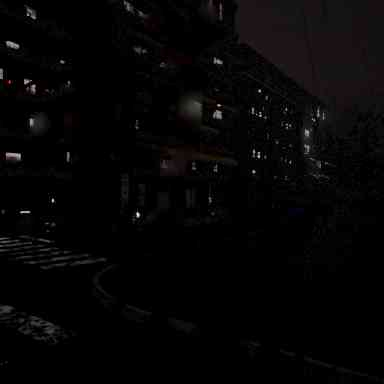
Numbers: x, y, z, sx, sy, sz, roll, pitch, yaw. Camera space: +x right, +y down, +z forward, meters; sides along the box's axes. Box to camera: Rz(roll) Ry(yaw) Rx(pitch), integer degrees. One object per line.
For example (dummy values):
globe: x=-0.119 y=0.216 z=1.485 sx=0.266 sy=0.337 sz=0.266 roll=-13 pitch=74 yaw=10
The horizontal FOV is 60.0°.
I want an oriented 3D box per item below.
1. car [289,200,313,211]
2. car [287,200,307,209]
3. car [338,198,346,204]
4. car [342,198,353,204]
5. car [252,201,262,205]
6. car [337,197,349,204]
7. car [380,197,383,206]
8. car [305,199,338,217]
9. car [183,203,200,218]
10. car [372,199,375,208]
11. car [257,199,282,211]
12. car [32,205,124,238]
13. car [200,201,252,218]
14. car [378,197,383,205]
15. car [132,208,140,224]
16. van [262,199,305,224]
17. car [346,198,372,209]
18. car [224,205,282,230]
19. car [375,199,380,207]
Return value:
car: x=15.878 y=1.953 z=48.372 sx=1.994 sy=1.385 sz=4.181 roll=1 pitch=0 yaw=37
car: x=17.325 y=1.974 z=54.862 sx=1.802 sy=1.307 sz=4.206 roll=1 pitch=0 yaw=36
car: x=33.748 y=2.177 z=77.126 sx=1.947 sy=1.339 sz=4.313 roll=1 pitch=0 yaw=36
car: x=40.216 y=2.220 z=85.896 sx=1.752 sy=1.417 sz=4.829 roll=1 pitch=0 yaw=36
car: x=7.471 y=1.840 z=41.503 sx=1.802 sy=1.307 sz=4.206 roll=1 pitch=0 yaw=36
car: x=37.034 y=2.094 z=81.580 sx=1.967 sy=1.590 sz=4.097 roll=1 pitch=0 yaw=36
car: x=37.202 y=2.252 z=67.693 sx=1.887 sy=1.381 sz=4.507 roll=1 pitch=0 yaw=36
car: x=14.212 y=1.837 z=36.522 sx=1.967 sy=1.590 sz=4.097 roll=1 pitch=0 yaw=36
car: x=0.903 y=1.712 z=32.596 sx=1.887 sy=1.381 sz=4.507 roll=1 pitch=0 yaw=36
car: x=30.632 y=2.202 z=58.786 sx=1.802 sy=1.307 sz=4.206 roll=1 pitch=0 yaw=36
car: x=10.757 y=1.743 z=45.956 sx=1.967 sy=1.590 sz=4.097 roll=1 pitch=0 yaw=36
car: x=-6.259 y=1.558 z=18.583 sx=1.882 sy=1.535 sz=5.008 roll=1 pitch=0 yaw=37
car: x=3.306 y=1.705 z=31.484 sx=2.128 sy=1.511 sz=4.902 roll=1 pitch=0 yaw=36
car: x=47.059 y=2.151 z=81.053 sx=2.192 sy=1.841 sz=5.009 roll=1 pitch=0 yaw=36
car: x=-5.667 y=1.626 z=23.690 sx=2.008 sy=1.369 sz=4.403 roll=1 pitch=0 yaw=36
van: x=7.643 y=1.647 z=27.616 sx=1.690 sy=1.788 sz=3.998 roll=1 pitch=0 yaw=36
car: x=27.351 y=1.891 z=54.334 sx=2.192 sy=1.841 sz=5.009 roll=1 pitch=0 yaw=36
car: x=4.357 y=1.827 z=23.162 sx=1.947 sy=1.339 sz=4.313 roll=1 pitch=0 yaw=36
car: x=33.918 y=2.104 z=63.240 sx=1.967 sy=1.590 sz=4.097 roll=1 pitch=0 yaw=36
